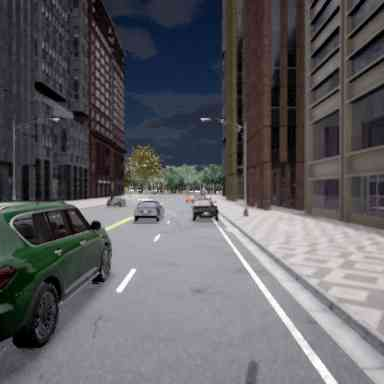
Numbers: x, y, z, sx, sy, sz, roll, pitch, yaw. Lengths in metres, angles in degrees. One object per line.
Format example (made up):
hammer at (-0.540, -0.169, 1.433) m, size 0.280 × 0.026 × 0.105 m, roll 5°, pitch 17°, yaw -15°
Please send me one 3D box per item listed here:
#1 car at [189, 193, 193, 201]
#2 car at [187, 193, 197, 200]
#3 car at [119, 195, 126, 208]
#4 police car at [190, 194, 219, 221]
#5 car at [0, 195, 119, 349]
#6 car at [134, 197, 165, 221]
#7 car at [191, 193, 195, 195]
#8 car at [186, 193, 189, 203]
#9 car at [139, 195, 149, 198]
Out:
car at (0.971, 1.075, 41.307) m, size 2.097 × 1.767 × 4.553 m, roll 0°, pitch 0°, yaw 0°
car at (-0.006, 0.932, 75.690) m, size 2.033 × 1.411 × 5.357 m, roll 0°, pitch 0°, yaw 0°
car at (-9.838, 1.212, 43.493) m, size 1.837 × 1.490 × 4.892 m, roll 0°, pitch 1°, yaw 0°
police car at (0.972, 1.255, 25.448) m, size 1.930 × 1.638 × 5.238 m, roll 0°, pitch 0°, yaw 0°
car at (-3.150, 1.179, 6.319) m, size 2.150 × 2.045 × 5.566 m, roll 0°, pitch 0°, yaw 0°
car at (-3.152, 1.379, 25.119) m, size 2.033 × 1.411 × 5.357 m, roll 0°, pitch 0°, yaw 0°
car at (0.972, 1.218, 35.528) m, size 1.801 × 1.575 × 5.366 m, roll 0°, pitch 0°, yaw 0°
car at (-0.005, 0.950, 59.783) m, size 2.097 × 1.767 × 4.553 m, roll 0°, pitch 0°, yaw 0°
car at (-6.579, 1.216, 46.084) m, size 1.812 × 1.442 × 4.674 m, roll 0°, pitch 0°, yaw 0°
